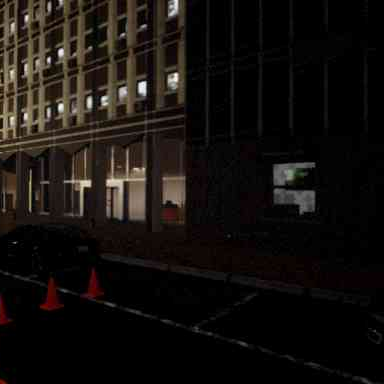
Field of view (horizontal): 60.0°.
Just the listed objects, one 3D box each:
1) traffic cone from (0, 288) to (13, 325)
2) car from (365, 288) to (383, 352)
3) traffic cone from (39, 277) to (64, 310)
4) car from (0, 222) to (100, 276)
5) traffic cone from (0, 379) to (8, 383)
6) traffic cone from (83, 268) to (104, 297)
[{"bbox_3d":[-3.376,1.979,5.815,0.340,0.580,0.340,0,0,36],"label":"traffic cone"},{"bbox_3d":[4.440,1.597,3.792,4.403,1.369,2.008,0,0,36],"label":"car"},{"bbox_3d":[-2.788,1.987,6.624,0.340,0.580,0.340,0,0,36],"label":"traffic cone"},{"bbox_3d":[-4.690,1.613,10.444,4.313,1.339,1.947,0,0,36],"label":"car"},{"bbox_3d":[-2.349,1.972,3.830,0.340,0.580,0.340,0,0,36],"label":"traffic cone"},{"bbox_3d":[-2.199,1.995,7.432,0.340,0.580,0.340,0,0,36],"label":"traffic cone"}]
